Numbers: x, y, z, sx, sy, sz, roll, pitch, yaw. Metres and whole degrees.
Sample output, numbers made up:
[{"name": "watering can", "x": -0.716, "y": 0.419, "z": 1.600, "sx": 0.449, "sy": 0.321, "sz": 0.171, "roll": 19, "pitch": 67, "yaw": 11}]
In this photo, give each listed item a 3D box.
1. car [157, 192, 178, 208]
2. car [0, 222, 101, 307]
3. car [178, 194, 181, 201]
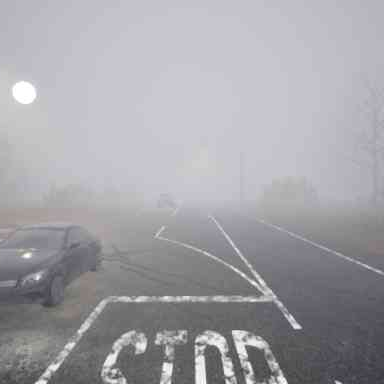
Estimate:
[{"name": "car", "x": -3.576, "y": 1.094, "z": 46.695, "sx": 2.150, "sy": 2.045, "sz": 5.566, "roll": 0, "pitch": 0, "yaw": 0}, {"name": "car", "x": -3.525, "y": 1.507, "z": 8.043, "sx": 1.812, "sy": 1.442, "sz": 4.674, "roll": 0, "pitch": 0, "yaw": 0}, {"name": "car", "x": -3.562, "y": 1.271, "z": 79.105, "sx": 2.128, "sy": 1.511, "sz": 4.902, "roll": 0, "pitch": 0, "yaw": 2}]
